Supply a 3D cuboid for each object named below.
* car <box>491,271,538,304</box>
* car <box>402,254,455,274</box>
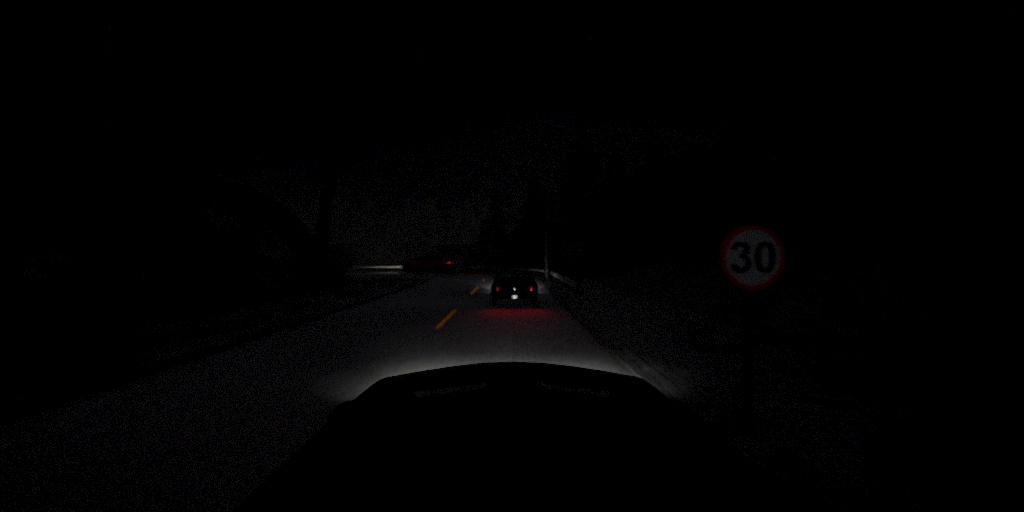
[{"bbox_3d":[0.100,1.296,16.101,1.895,1.301,4.718,0,0,0],"label":"car"},{"bbox_3d":[-8.888,0.835,38.285,5.566,2.045,2.150,0,-2,10],"label":"car"}]
